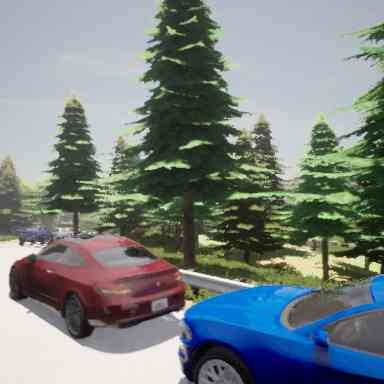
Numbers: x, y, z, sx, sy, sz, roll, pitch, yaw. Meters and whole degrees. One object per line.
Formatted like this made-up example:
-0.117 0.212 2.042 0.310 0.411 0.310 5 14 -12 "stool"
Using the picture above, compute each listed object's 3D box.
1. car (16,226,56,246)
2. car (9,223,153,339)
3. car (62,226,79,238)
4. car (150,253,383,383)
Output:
-12.918 3.635 27.822 1.812 1.442 4.674 -1 -6 -9 "car"
-2.109 1.590 6.701 1.812 1.442 4.674 0 -1 -45 "car"
-22.156 7.266 60.683 2.150 2.045 5.566 -1 -7 -12 "car"
2.133 1.533 3.029 5.008 1.535 1.882 1 0 36 "car"
